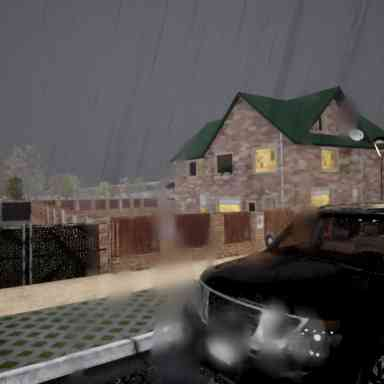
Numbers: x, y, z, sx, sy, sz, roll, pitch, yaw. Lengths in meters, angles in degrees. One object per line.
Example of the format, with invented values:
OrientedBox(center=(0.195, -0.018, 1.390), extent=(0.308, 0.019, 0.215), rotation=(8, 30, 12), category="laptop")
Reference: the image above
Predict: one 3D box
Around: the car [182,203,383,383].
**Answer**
OrientedBox(center=(2.546, 1.218, 4.856), extent=(5.566, 2.045, 2.150), rotation=(0, 0, -35), category="car")
